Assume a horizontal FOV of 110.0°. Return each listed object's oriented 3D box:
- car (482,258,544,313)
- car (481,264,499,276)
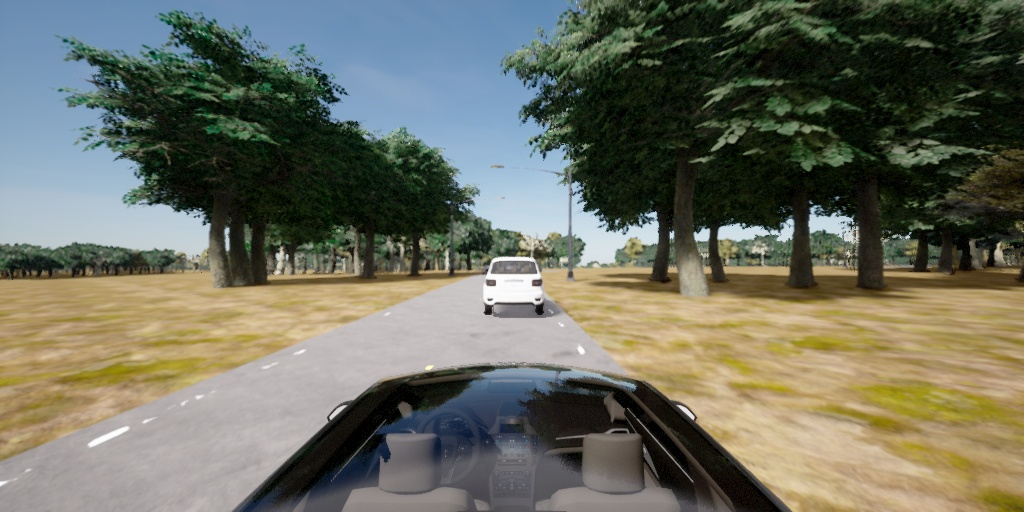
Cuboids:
[{"bbox_3d":[0.075,1.086,14.629,2.150,2.045,5.566,0,0,0],"label":"car"},{"bbox_3d":[-2.898,1.867,48.153,1.882,1.535,5.008,0,-1,3],"label":"car"}]
